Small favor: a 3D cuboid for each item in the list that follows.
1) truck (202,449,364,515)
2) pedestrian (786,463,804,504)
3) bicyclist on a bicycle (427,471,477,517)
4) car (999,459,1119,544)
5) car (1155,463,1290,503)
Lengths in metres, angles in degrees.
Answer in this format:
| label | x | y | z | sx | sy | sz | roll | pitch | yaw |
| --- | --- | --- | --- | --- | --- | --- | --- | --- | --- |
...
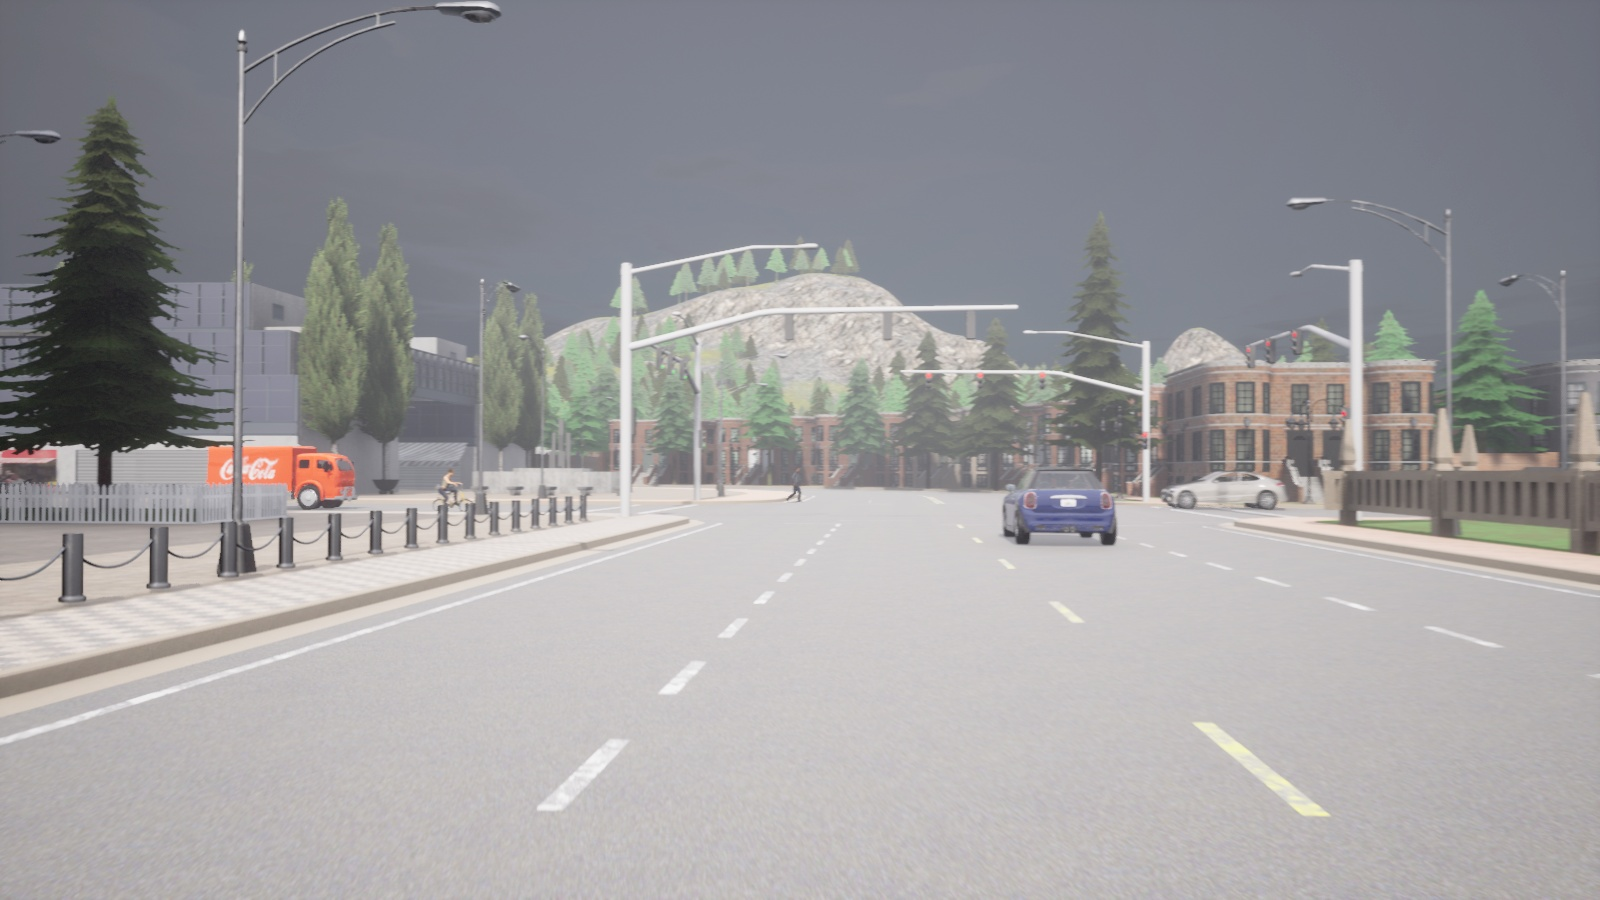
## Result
| label | x | y | z | sx | sy | sz | roll | pitch | yaw |
| --- | --- | --- | --- | --- | --- | --- | --- | --- | --- |
| truck | -20.126 | 1.247 | 49.071 | 5.204 | 2.467 | 2.627 | 0 | -1 | 4 |
| pedestrian | -0.244 | 1.631 | 61.107 | 0.788 | 1.949 | 0.423 | 0 | -1 | 6 |
| bicyclist on a bicycle | -12.476 | 1.566 | 45.011 | 1.509 | 1.612 | 0.866 | 0 | -1 | 4 |
| car | 5.762 | 1.125 | 28.497 | 2.097 | 1.767 | 4.553 | 0 | -1 | 4 |
| car | 17.874 | 1.405 | 53.352 | 5.027 | 1.651 | 2.152 | 0 | -1 | 4 |
